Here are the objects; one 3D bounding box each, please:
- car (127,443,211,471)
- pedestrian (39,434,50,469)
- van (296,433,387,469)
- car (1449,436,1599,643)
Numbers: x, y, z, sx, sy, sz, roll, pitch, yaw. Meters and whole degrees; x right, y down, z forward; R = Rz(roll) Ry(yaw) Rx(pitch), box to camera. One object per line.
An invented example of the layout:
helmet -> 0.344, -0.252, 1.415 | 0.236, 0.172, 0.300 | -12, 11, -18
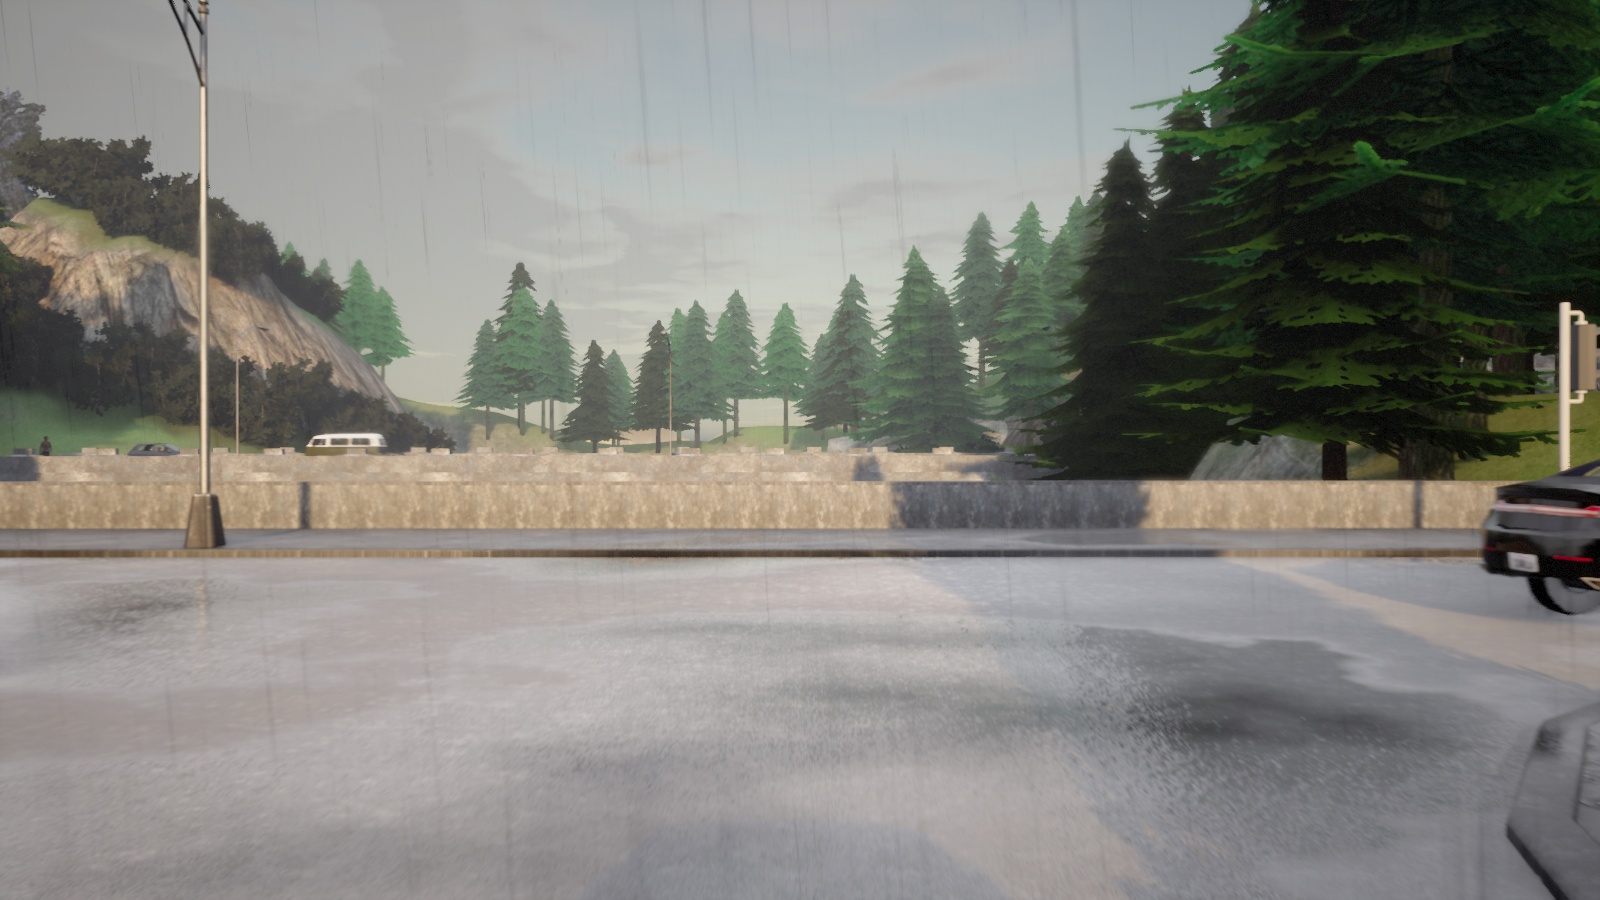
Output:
car -> -34.103, 0.350, 67.926 | 3.633, 1.501, 1.845 | 0, 0, 0
pedestrian -> -38.541, 0.064, 64.055 | 0.328, 1.805, 0.869 | 0, 0, -39
van -> -26.209, 0.044, 71.883 | 4.480, 2.038, 2.069 | 0, 0, 0
car -> 8.206, 0.651, 10.152 | 4.902, 1.511, 2.128 | 0, 0, -7
